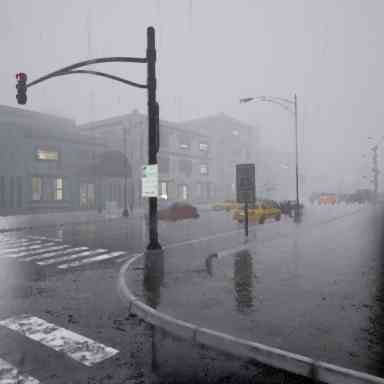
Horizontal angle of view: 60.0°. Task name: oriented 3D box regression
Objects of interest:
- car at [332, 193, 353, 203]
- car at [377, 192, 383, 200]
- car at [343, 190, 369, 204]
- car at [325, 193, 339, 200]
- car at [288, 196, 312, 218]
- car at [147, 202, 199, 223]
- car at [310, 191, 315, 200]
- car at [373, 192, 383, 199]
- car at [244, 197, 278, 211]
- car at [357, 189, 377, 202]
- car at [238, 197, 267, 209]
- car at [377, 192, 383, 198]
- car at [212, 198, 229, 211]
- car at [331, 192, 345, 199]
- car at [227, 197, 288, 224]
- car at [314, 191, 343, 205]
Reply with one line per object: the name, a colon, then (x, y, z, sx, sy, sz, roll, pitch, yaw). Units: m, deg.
car: (24.493, 0.901, 53.885, 2.128, 1.511, 4.902, -1, 0, 36)
car: (33.579, 0.570, 61.968, 2.192, 1.841, 5.009, -1, 0, 36)
car: (22.874, 0.924, 46.469, 1.837, 1.490, 4.892, -1, 0, 36)
car: (30.056, 0.935, 71.372, 1.802, 1.307, 4.206, -1, 0, 36)
car: (7.565, 1.217, 26.158, 2.008, 1.369, 4.403, -1, 0, 36)
car: (-1.272, 1.399, 23.855, 1.994, 1.385, 4.181, -1, 0, 36)
car: (23.549, 0.769, 62.419, 2.192, 1.841, 5.009, -1, 0, 36)
car: (40.086, 0.720, 70.921, 1.947, 1.339, 4.313, -1, 0, 36)
car: (7.543, 1.259, 35.975, 1.994, 1.385, 4.181, -1, 0, 36)
car: (26.970, 0.576, 52.181, 2.150, 2.045, 5.566, -1, 0, 36)
car: (7.293, 1.293, 40.038, 1.802, 1.307, 4.206, -1, 0, 36)
car: (43.163, 0.652, 75.145, 1.887, 1.381, 4.507, -1, 0, 36)
car: (3.940, 1.290, 35.423, 1.752, 1.417, 4.829, -1, 0, 36)
car: (33.307, 0.743, 75.847, 1.967, 1.590, 4.097, -1, 0, 36)
car: (4.413, 1.242, 21.819, 1.752, 1.417, 4.829, -1, 0, 36)
car: (19.246, 0.845, 46.662, 2.097, 1.767, 4.553, -1, 0, 35)
